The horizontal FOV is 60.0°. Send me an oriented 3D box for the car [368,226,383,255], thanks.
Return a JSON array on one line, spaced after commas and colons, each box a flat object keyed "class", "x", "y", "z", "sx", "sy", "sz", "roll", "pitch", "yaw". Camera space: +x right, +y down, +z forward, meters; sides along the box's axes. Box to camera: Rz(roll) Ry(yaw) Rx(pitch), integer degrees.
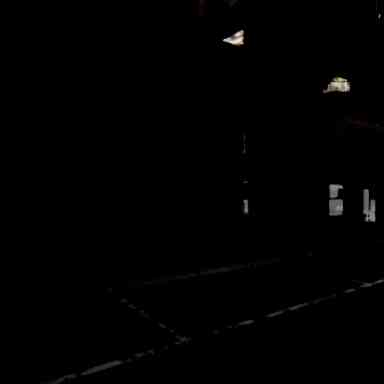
[{"class": "car", "x": 8.333, "y": 1.668, "z": 12.510, "sx": 4.206, "sy": 1.307, "sz": 1.802, "roll": 0, "pitch": 0, "yaw": -36}]
